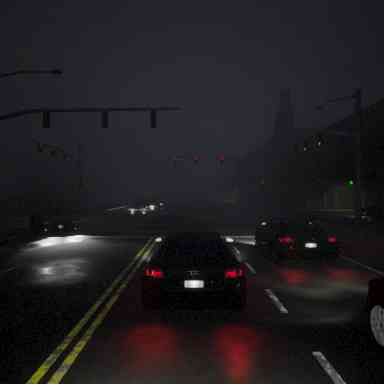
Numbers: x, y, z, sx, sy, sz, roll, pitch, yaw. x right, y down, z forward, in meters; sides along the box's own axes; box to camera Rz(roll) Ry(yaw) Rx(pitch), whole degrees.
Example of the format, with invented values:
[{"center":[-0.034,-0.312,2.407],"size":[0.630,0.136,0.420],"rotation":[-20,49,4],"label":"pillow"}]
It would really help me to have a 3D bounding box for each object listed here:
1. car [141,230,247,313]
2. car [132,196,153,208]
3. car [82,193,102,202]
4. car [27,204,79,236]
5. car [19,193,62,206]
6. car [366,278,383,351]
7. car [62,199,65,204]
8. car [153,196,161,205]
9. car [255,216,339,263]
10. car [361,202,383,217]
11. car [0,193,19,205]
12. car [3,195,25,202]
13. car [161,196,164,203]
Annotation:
[{"center":[0.043,1.564,7.773],"size":[1.994,1.385,4.181],"rotation":[0,0,0],"label":"car"},{"center":[-7.316,1.478,47.806],"size":[1.882,1.535,5.008],"rotation":[0,0,1],"label":"car"},{"center":[-21.581,1.156,69.986],"size":[3.866,1.878,1.905],"rotation":[0,0,0],"label":"car"},{"center":[-7.662,1.564,18.437],"size":[1.994,1.385,4.181],"rotation":[1,0,-33],"label":"car"},{"center":[-21.566,1.153,47.469],"size":[4.605,1.855,1.932],"rotation":[0,0,0],"label":"car"},{"center":[3.595,1.478,3.104],"size":[1.882,1.535,5.008],"rotation":[0,0,0],"label":"car"},{"center":[-21.516,1.156,50.363],"size":[3.866,1.878,1.905],"rotation":[0,0,0],"label":"car"},{"center":[-7.124,1.492,57.734],"size":[2.128,1.511,4.902],"rotation":[0,0,2],"label":"car"},{"center":[3.544,1.564,11.953],"size":[1.994,1.385,4.181],"rotation":[0,0,0],"label":"car"},{"center":[18.678,1.547,30.863],"size":[5.357,1.411,2.033],"rotation":[0,0,0],"label":"car"},{"center":[-39.101,1.153,69.941],"size":[4.605,1.855,1.932],"rotation":[0,0,0],"label":"car"},{"center":[-39.041,1.364,72.838],"size":[3.905,1.438,1.784],"rotation":[0,0,0],"label":"car"},{"center":[-6.794,1.526,68.406],"size":[1.812,1.442,4.674],"rotation":[0,0,2],"label":"car"}]
